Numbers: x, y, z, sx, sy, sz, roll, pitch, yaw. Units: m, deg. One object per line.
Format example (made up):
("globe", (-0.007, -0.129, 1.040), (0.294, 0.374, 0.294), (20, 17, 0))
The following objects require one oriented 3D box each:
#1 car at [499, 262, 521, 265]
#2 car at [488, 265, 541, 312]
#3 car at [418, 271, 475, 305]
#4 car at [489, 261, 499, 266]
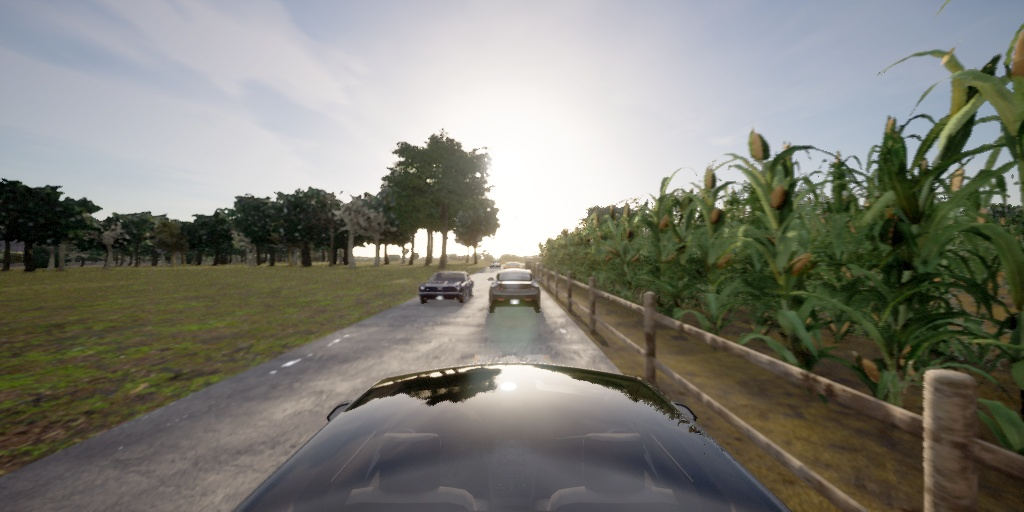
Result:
("car", (0.098, 1.276, 32.530), (1.882, 1.535, 5.008), (0, 0, 0))
("car", (0.097, 1.265, 14.253), (1.837, 1.490, 4.892), (0, 0, 0))
("car", (-2.849, 1.364, 16.413), (1.895, 1.301, 4.718), (0, 0, 0))
("car", (-2.761, 1.489, 60.372), (2.033, 1.411, 5.357), (0, 0, 0))
